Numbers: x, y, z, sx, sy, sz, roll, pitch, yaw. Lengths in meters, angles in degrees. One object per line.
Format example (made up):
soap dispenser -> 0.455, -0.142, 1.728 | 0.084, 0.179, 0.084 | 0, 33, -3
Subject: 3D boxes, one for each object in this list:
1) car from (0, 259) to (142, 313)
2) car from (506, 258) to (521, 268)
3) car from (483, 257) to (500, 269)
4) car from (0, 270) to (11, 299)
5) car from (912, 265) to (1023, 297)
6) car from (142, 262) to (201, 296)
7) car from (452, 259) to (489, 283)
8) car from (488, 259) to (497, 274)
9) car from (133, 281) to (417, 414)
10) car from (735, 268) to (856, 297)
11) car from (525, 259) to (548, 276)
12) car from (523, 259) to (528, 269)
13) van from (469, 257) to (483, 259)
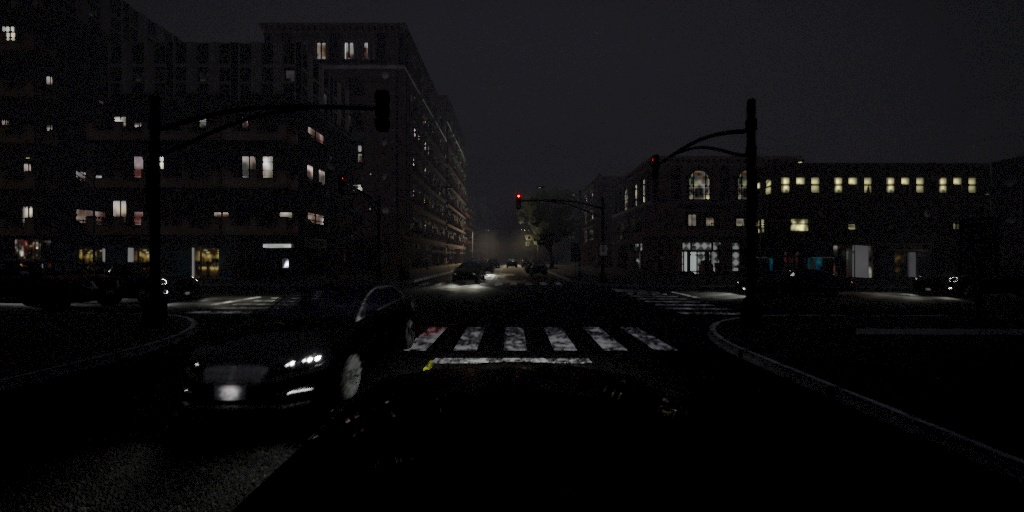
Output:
car -> -17.276, 1.012, 13.123 | 5.009, 1.841, 2.192 | 0, 0, 0
car -> 0.003, 1.308, 63.198 | 2.128, 1.511, 4.902 | 0, 0, 0
car -> -3.077, 1.158, 57.720 | 2.097, 1.767, 4.553 | 0, 0, 0
car -> -25.582, 1.272, 15.653 | 4.718, 1.301, 1.895 | 0, 0, 0
car -> 24.524, 1.215, 19.206 | 4.553, 1.767, 2.097 | 0, 0, 0
car -> -16.526, 1.051, 15.739 | 4.553, 1.767, 2.097 | 0, 0, -1
car -> -3.282, 1.239, 28.037 | 1.882, 1.535, 5.008 | 0, 0, 4
car -> -3.097, 1.382, 42.431 | 1.895, 1.301, 4.718 | 0, 0, 0
car -> -3.100, 1.241, 6.390 | 2.128, 1.511, 4.902 | 0, 0, 0
car -> 15.025, 1.368, 19.140 | 5.357, 1.411, 2.033 | 0, 0, 0
car -> 2.692, 1.323, 36.841 | 2.007, 1.370, 4.403 | 0, 0, 0
car -> 2.693, 1.221, 42.538 | 1.967, 1.591, 4.097 | 0, 0, 0
van -> -5.688, 1.139, 53.933 | 1.690, 1.789, 3.998 | 0, 0, 0
